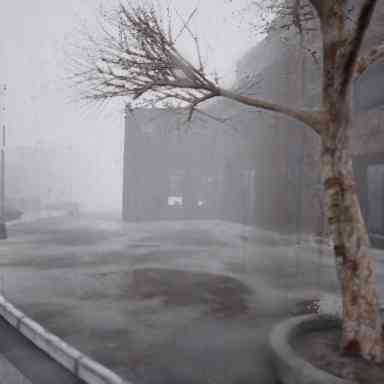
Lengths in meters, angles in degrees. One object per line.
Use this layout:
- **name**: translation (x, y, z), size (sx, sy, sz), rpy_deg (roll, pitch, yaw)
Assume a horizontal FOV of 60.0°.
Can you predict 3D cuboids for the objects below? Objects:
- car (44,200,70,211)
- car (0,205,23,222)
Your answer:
- **car**: translation (-19.367, 1.918, 48.053), size (1.882, 1.535, 5.008), rpy_deg (1, -1, 6)
- **car**: translation (-16.186, 1.784, 28.505), size (1.994, 1.385, 4.181), rpy_deg (1, -1, -6)
